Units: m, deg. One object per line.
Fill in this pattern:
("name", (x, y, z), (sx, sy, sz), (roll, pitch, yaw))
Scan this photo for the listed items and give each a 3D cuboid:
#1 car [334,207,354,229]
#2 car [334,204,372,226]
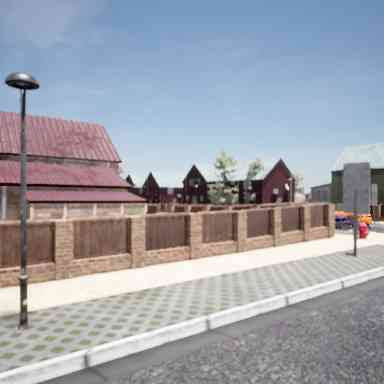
("car", (8.114, 1.844, 22.703), (1.895, 1.301, 4.718), (1, -2, -36))
("car", (10.481, 1.642, 24.336), (2.097, 1.767, 4.553), (1, -2, -34))
